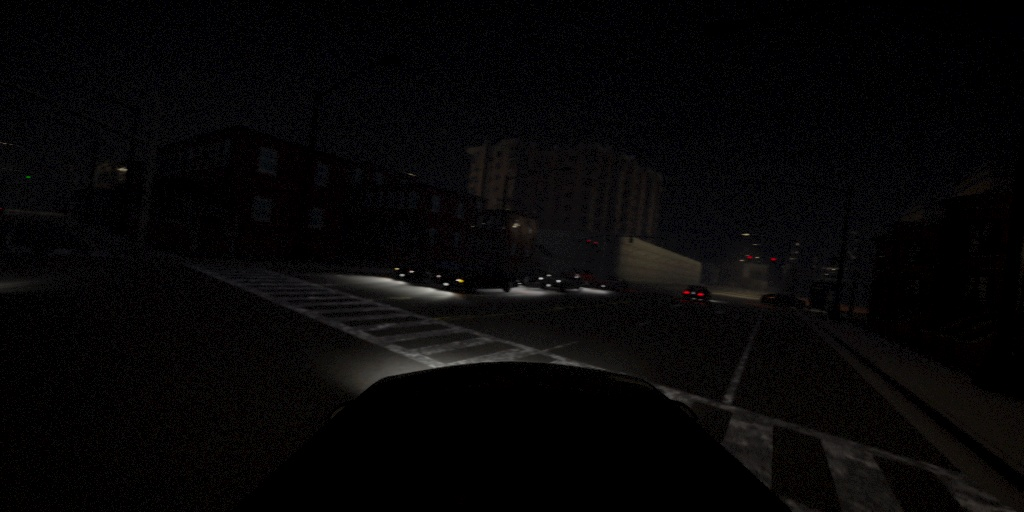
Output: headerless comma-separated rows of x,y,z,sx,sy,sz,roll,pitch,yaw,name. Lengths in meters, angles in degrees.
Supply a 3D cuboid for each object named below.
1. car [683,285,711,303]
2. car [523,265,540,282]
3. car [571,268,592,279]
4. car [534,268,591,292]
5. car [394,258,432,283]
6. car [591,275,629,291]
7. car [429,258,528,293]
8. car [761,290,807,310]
17.539,3.528,33.918,2.033,1.411,5.357,7,0,34,car
1.296,1.536,29.664,1.837,1.490,4.892,7,0,36,car
6.855,2.078,37.304,2.097,1.767,4.553,7,0,36,car
3.933,1.935,27.382,1.895,1.301,4.718,7,0,36,car
-4.384,0.867,21.795,2.033,1.411,5.357,7,0,38,car
9.989,2.694,35.728,1.895,1.301,4.718,7,0,36,car
-1.646,1.182,19.659,2.033,1.411,5.357,7,0,36,car
31.584,5.163,41.607,5.008,1.535,1.882,7,-2,-10,car
